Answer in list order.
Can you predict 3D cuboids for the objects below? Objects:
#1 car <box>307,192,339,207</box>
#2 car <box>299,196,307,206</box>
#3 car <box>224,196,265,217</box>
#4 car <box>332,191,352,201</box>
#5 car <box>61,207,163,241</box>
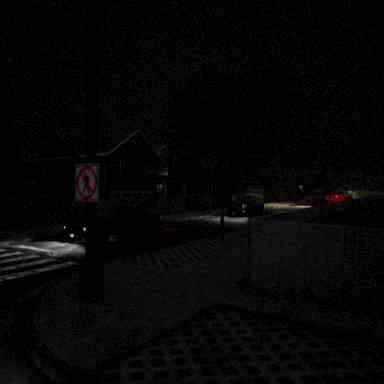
[{"bbox_3d":[16.044,1.144,40.542,1.882,1.535,5.008,0,1,35],"label":"car"},{"bbox_3d":[16.374,1.187,45.915,1.994,1.385,4.181,0,1,36],"label":"car"},{"bbox_3d":[4.620,1.144,28.846,2.097,1.767,4.553,0,1,34],"label":"car"},{"bbox_3d":[21.892,0.800,48.705,2.150,2.045,5.566,0,1,38],"label":"car"},{"bbox_3d":[-3.684,1.460,16.485,2.033,1.411,5.357,0,1,33],"label":"car"}]
